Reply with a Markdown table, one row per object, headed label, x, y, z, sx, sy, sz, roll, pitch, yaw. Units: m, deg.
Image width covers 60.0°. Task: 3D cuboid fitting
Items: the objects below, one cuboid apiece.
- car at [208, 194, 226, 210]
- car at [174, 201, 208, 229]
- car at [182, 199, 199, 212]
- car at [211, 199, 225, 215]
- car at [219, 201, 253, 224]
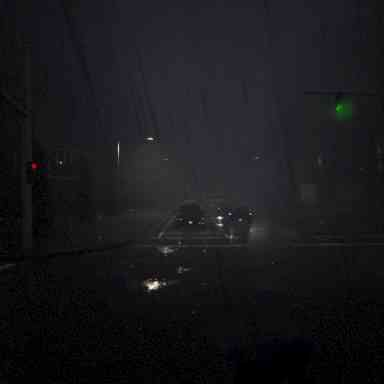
| label | x | y | z | sx | sy | sz | roll | pitch | yaw |
| --- | --- | --- | --- | --- | --- | --- | --- | --- | --- |
| car | 3.306 | 1.348 | 45.520 | 2.150 | 2.045 | 5.566 | -1 | 0 | 0 |
| car | -0.091 | 1.581 | 22.207 | 1.837 | 1.490 | 4.892 | -1 | 0 | 0 |
| car | -0.180 | 1.694 | 42.359 | 2.033 | 1.411 | 5.357 | -1 | 0 | 0 |
| car | 3.361 | 1.690 | 34.756 | 1.895 | 1.301 | 4.718 | -1 | 0 | 0 |
| car | 3.403 | 1.657 | 25.587 | 1.895 | 1.301 | 4.718 | -1 | 0 | 0 |
